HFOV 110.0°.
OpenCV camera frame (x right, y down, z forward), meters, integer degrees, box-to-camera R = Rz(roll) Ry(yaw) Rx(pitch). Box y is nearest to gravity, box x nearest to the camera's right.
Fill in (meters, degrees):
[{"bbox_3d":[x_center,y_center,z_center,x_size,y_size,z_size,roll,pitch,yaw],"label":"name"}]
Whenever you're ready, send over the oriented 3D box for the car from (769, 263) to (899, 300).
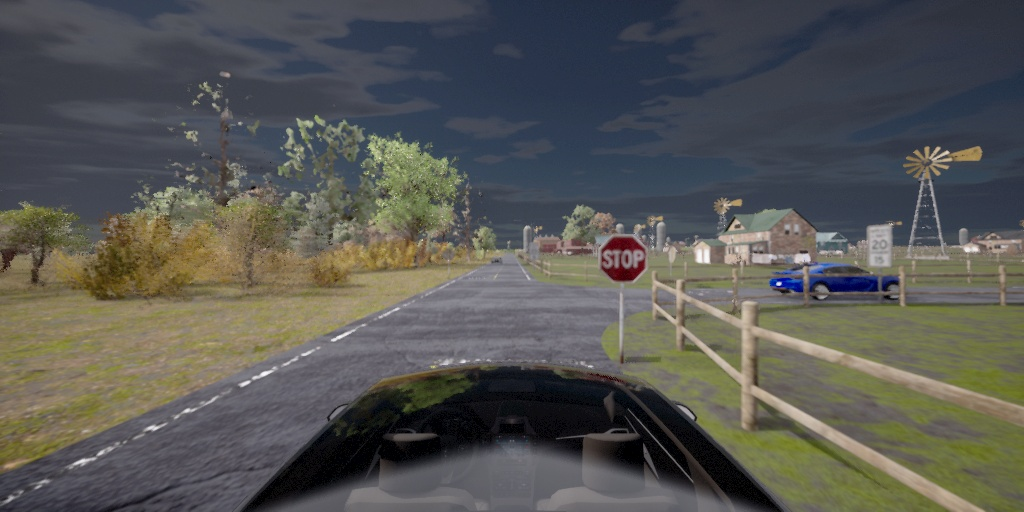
[{"bbox_3d":[14.057,1.047,15.622,5.008,1.535,1.882,0,0,-1],"label":"car"}]
